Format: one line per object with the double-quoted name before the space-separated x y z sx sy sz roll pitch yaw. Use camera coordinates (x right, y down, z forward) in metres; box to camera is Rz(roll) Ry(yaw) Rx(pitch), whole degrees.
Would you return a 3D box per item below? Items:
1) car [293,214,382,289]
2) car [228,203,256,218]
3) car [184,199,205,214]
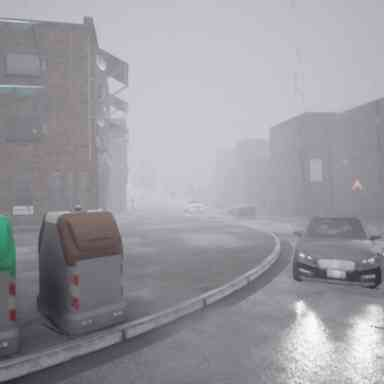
"car" 3.987 1.425 9.246 2.128 1.511 4.902 0 1 23
"car" 5.616 2.062 37.869 1.882 1.535 5.008 -1 -1 -11
"car" 0.259 2.083 48.664 2.150 2.045 5.566 -1 0 -11
